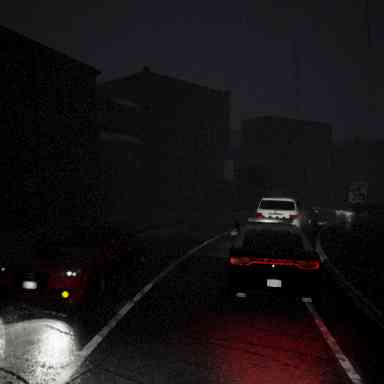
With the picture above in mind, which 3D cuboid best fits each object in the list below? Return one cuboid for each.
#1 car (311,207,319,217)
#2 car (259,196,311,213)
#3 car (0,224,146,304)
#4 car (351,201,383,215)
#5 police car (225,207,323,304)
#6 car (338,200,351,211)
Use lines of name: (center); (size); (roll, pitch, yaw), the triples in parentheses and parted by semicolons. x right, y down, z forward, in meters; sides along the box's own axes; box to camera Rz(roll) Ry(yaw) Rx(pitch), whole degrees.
car: (7.276, 1.576, 22.495); (1.837, 1.490, 4.892); (3, 1, 30)
car: (4.778, 1.254, 17.416); (2.150, 2.045, 5.566); (2, 0, 23)
car: (-2.593, 1.507, 8.048); (1.994, 1.385, 4.181); (1, 0, 11)
car: (21.298, 1.840, 39.016); (5.008, 1.535, 1.882); (2, 3, -33)
police car: (1.983, 1.426, 8.466); (1.930, 1.638, 5.238); (1, 0, 11)
car: (20.864, 1.682, 42.999); (4.674, 1.442, 1.812); (1, 3, -32)
